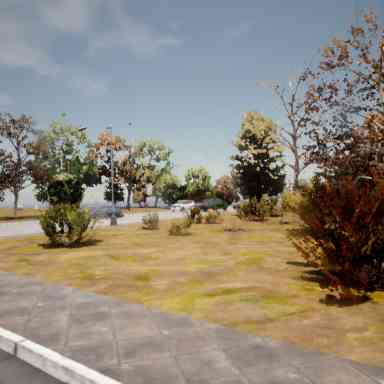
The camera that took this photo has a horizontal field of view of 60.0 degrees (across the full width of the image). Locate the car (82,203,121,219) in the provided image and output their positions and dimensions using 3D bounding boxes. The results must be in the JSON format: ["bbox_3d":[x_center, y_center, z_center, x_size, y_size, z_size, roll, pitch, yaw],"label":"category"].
[{"bbox_3d":[-11.535,2.440,42.615,2.097,1.767,4.553,-3,-2,32],"label":"car"}]

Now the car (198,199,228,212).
[{"bbox_3d":[3.716,2.100,53.502,2.150,2.045,5.566,-3,-2,32],"label":"car"}]

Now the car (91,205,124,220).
[{"bbox_3d":[-9.894,2.481,38.640,1.994,1.385,4.181,-3,-2,32],"label":"car"}]

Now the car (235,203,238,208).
[{"bbox_3d":[9.368,2.575,62.406,1.895,1.301,4.718,-3,-2,33],"label":"car"}]

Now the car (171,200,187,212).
[{"bbox_3d":[-1.511,2.478,58.515,2.150,2.045,5.566,-3,-2,32],"label":"car"}]

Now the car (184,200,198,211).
[{"bbox_3d":[1.345,2.548,56.472,2.128,1.511,4.902,-3,-2,32],"label":"car"}]
